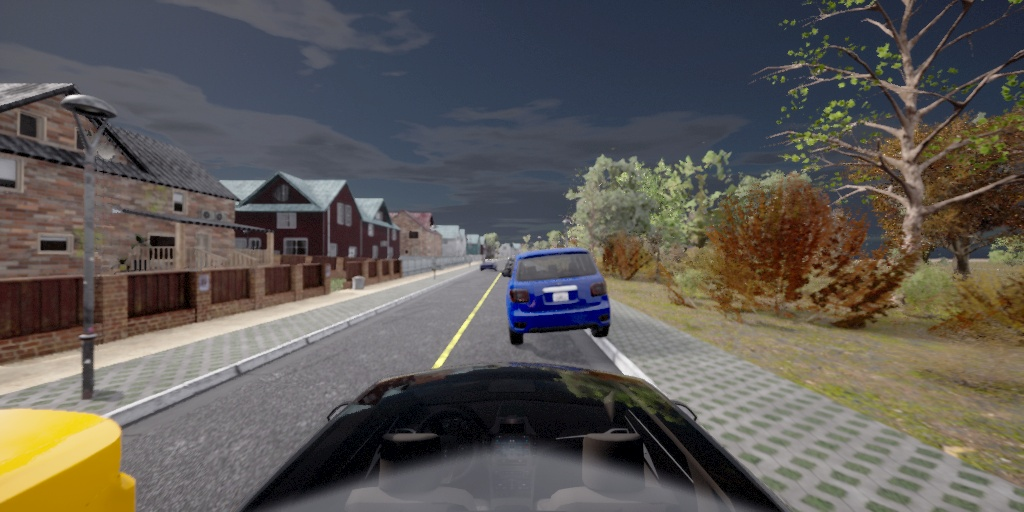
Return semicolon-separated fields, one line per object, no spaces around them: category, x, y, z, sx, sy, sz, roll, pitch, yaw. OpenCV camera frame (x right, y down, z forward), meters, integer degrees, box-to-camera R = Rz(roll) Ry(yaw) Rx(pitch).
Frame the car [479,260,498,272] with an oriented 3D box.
car;-2.614;1.111;40.726;1.895;1.301;4.718;0;0;0

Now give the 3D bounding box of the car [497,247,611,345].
car;0.944;0.851;9.473;2.150;2.045;5.566;-5;0;0

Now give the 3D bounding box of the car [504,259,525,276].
car;0.259;1.047;35.328;1.837;1.490;4.892;0;1;1
